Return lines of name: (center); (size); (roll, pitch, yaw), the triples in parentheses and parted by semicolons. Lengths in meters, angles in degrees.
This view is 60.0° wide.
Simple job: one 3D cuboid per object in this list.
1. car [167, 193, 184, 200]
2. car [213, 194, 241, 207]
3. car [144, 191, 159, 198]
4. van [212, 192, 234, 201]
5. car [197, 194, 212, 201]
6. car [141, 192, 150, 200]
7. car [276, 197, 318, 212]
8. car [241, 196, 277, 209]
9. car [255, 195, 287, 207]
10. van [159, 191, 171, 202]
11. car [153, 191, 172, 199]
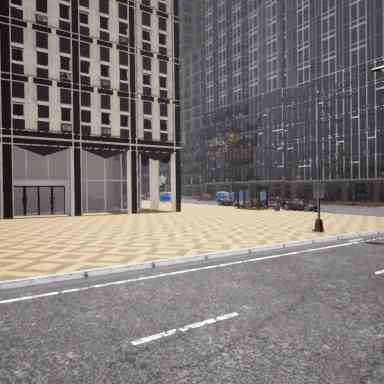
car: (-3.770, 0.936, 73.400); (1.802, 1.307, 4.206); (0, 1, -34)
car: (5.271, 1.319, 45.172); (1.947, 1.339, 4.313); (0, 1, -34)
car: (-10.175, 0.686, 82.789); (1.967, 1.590, 4.097); (0, 1, -34)
van: (5.835, 0.855, 59.309); (1.690, 1.788, 3.998); (0, 1, -34)
car: (2.634, 1.043, 64.008); (1.802, 1.307, 4.206); (0, 1, -34)
car: (-10.695, 1.039, 68.679); (2.008, 1.369, 4.403); (0, 1, -34)
car: (11.612, 1.423, 35.736); (1.947, 1.339, 4.313); (0, 1, -34)
car: (8.424, 1.388, 40.444); (1.802, 1.307, 4.206); (0, 1, -34)
car: (11.089, 1.239, 46.995); (1.994, 1.385, 4.181); (-1, 1, -34)
van: (-4.290, 0.937, 59.285); (1.690, 1.788, 3.998); (0, 1, -34)
car: (-6.973, 0.615, 78.092); (2.192, 1.841, 5.009); (0, 1, -34)
